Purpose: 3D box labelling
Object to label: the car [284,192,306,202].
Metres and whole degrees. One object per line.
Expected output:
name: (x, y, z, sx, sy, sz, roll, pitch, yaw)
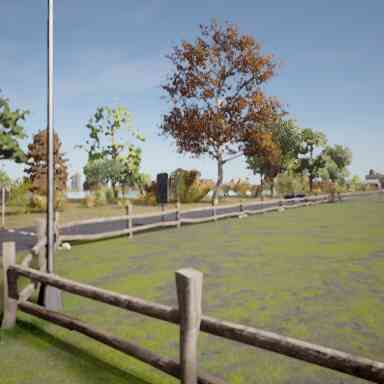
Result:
car: (15.272, 0.708, 49.160, 1.895, 1.301, 4.718, 0, 1, 37)
